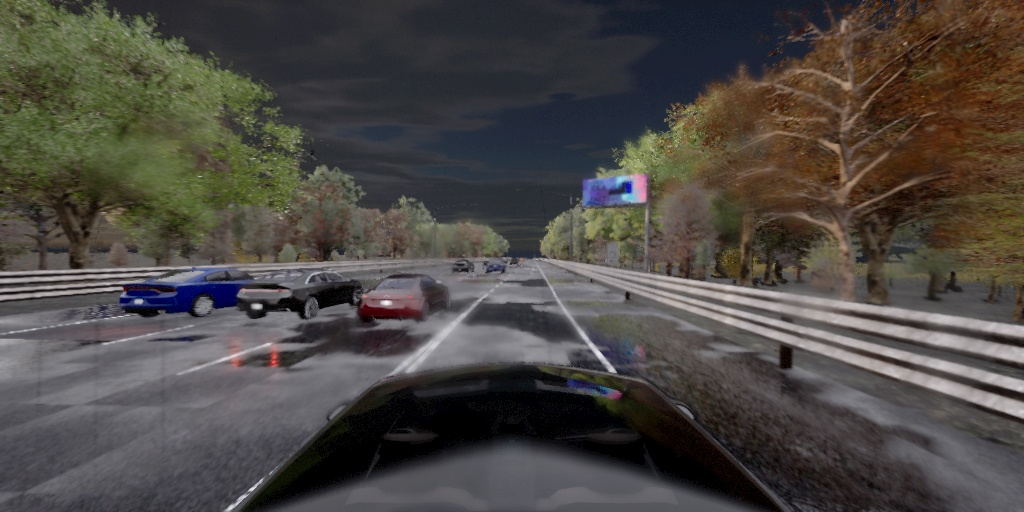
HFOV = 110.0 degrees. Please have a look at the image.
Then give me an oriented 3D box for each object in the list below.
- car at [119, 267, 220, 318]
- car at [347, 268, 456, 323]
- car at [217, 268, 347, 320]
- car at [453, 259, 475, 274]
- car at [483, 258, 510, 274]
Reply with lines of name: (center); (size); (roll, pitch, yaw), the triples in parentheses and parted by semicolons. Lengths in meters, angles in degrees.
car: (-10.373, 1.138, 12.563); (1.882, 1.535, 5.008); (0, 0, 3)
car: (-3.400, 1.284, 12.028); (1.994, 1.385, 4.181); (0, 0, 3)
car: (-6.882, 1.182, 12.296); (2.128, 1.511, 4.902); (1, 0, 3)
car: (-5.331, 1.200, 39.934); (1.837, 1.490, 4.892); (0, 0, 3)
car: (-1.723, 1.076, 41.638); (2.097, 1.767, 4.553); (0, 0, 3)
